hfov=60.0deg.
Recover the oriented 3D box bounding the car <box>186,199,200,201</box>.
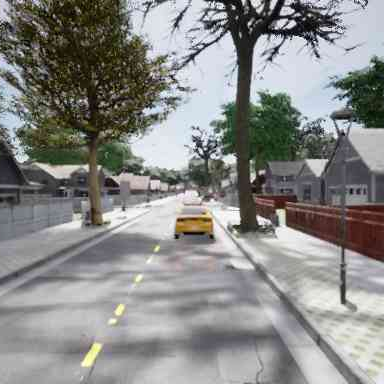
[{"bbox_3d":[0.097,1.448,31.598,2.128,1.511,4.902,0,0,0],"label":"car"}]

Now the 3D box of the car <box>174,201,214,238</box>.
[{"bbox_3d":[0.099,1.455,17.513,1.882,1.535,5.008,0,0,0],"label":"car"}]
